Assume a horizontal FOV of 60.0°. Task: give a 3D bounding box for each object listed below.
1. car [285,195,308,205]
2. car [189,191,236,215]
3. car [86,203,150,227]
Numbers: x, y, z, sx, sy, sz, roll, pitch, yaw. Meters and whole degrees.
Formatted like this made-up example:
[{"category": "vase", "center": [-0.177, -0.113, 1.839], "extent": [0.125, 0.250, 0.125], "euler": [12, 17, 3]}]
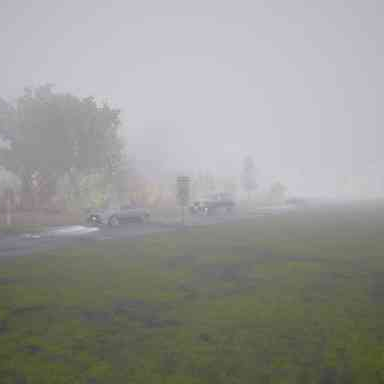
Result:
[{"category": "car", "center": [15.199, 1.160, 48.388], "extent": [1.895, 1.301, 4.718], "euler": [0, 1, 37]}, {"category": "car", "center": [2.002, 0.976, 30.742], "extent": [2.150, 2.045, 5.566], "euler": [0, 1, 37]}, {"category": "car", "center": [-4.728, 1.417, 21.674], "extent": [1.994, 1.385, 4.181], "euler": [0, 1, 36]}]
